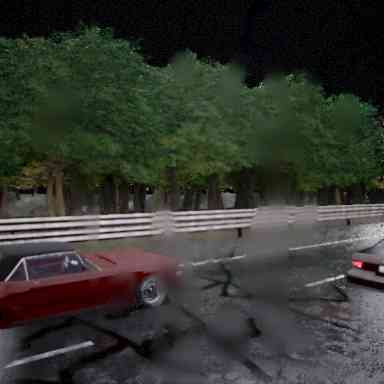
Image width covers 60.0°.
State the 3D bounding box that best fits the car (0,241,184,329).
[{"bbox_3d":[-2.519,1.604,6.264,4.718,1.301,1.895,0,0,-35],"label":"car"}]

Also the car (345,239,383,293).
[{"bbox_3d":[5.812,1.558,7.892,5.357,1.411,2.033,0,0,-35],"label":"car"}]
